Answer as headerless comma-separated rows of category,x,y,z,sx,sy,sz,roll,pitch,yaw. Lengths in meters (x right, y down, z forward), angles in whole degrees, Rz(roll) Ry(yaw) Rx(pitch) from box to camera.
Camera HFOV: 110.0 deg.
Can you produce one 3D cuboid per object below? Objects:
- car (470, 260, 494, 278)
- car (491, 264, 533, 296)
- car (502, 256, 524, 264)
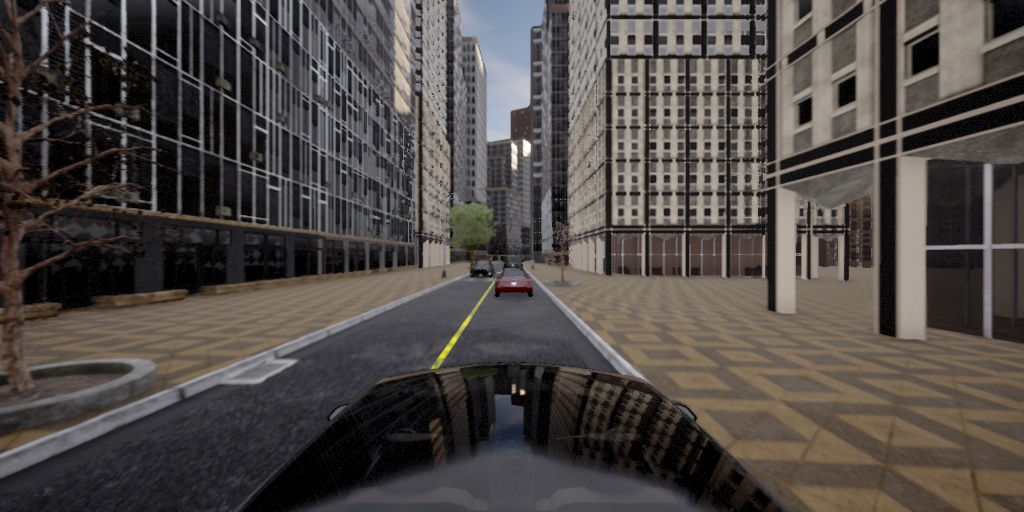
car,-2.788,1.141,34.427,2.097,1.767,4.553,0,0,0
car,0.093,1.325,19.474,1.994,1.385,4.181,0,0,0
car,0.084,1.020,38.374,2.150,2.045,5.566,0,0,0
